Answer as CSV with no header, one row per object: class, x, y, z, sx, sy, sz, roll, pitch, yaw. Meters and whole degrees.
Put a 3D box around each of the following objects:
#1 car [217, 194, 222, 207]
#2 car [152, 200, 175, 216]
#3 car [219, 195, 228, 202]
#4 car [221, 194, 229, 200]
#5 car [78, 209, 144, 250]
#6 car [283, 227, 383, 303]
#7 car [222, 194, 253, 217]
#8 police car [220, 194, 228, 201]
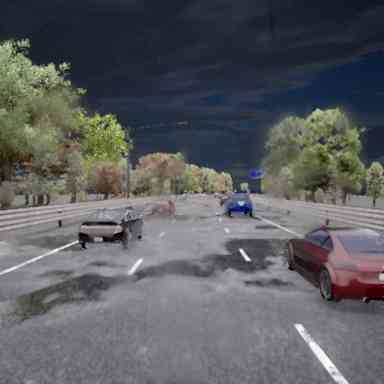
car,5.194,1.409,50.537,1.837,1.490,4.892,0,0,4
car,-2.694,1.451,32.066,1.812,1.442,4.674,0,0,2
car,6.935,1.361,72.223,1.882,1.535,5.008,0,0,5
car,9.282,1.373,93.850,2.128,1.511,4.902,0,0,7
car,-3.240,1.449,14.095,2.128,1.511,4.902,0,0,1
car,3.670,1.541,8.183,1.994,1.385,4.181,0,0,1
car,4.253,1.153,30.718,2.150,2.045,5.566,0,0,2
police car,8.045,1.305,83.154,1.930,1.638,5.238,0,0,6
